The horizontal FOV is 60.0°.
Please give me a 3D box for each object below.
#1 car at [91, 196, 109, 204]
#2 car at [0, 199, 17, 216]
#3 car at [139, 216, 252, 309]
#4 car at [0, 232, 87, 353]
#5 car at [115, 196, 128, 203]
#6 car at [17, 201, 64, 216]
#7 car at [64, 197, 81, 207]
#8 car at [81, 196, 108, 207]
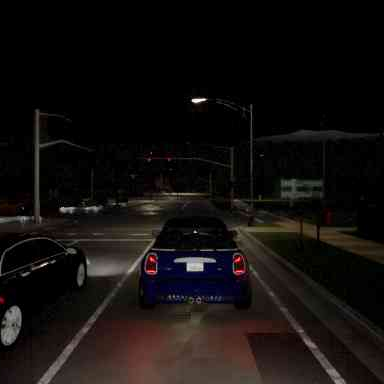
[{"bbox_3d":[-17.816,1.492,64.623,2.128,1.511,4.902,0,0,1],"label":"car"},{"bbox_3d":[-18.382,1.477,32.261,1.882,1.535,5.008,0,0,1],"label":"car"},{"bbox_3d":[0.067,1.352,8.026,2.097,1.767,4.553,0,0,0],"label":"car"},{"bbox_3d":[-3.443,1.505,6.120,1.837,1.490,4.892,0,0,0],"label":"car"},{"bbox_3d":[-14.246,1.525,67.816,1.812,1.442,4.674,0,0,1],"label":"car"},{"bbox_3d":[-14.872,1.601,32.917,1.895,1.301,4.718,0,0,1],"label":"car"},{"bbox_3d":[-18.095,1.493,50.642,2.128,1.511,4.902,0,0,1],"label":"car"},{"bbox_3d":[-14.599,1.547,50.497,2.033,1.411,5.357,0,0,1],"label":"car"}]
